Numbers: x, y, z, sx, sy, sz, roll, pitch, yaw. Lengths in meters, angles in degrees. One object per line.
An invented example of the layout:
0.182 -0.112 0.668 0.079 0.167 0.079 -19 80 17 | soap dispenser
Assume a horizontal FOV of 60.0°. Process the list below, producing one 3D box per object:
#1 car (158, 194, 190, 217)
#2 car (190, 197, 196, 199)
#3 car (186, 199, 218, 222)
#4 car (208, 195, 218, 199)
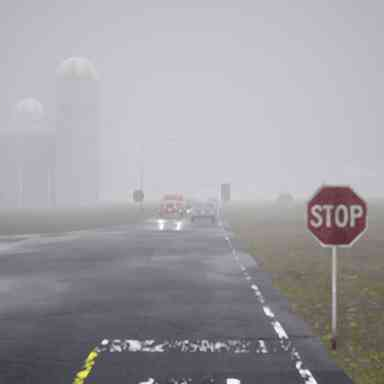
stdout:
-1.726 1.179 31.356 2.150 2.045 5.566 0 0 4 | car
-0.961 1.501 41.313 1.994 1.385 4.181 0 0 5 | car
0.916 1.513 26.275 2.033 1.411 5.357 0 0 3 | car
3.828 1.379 61.064 2.128 1.511 4.902 0 0 6 | car
